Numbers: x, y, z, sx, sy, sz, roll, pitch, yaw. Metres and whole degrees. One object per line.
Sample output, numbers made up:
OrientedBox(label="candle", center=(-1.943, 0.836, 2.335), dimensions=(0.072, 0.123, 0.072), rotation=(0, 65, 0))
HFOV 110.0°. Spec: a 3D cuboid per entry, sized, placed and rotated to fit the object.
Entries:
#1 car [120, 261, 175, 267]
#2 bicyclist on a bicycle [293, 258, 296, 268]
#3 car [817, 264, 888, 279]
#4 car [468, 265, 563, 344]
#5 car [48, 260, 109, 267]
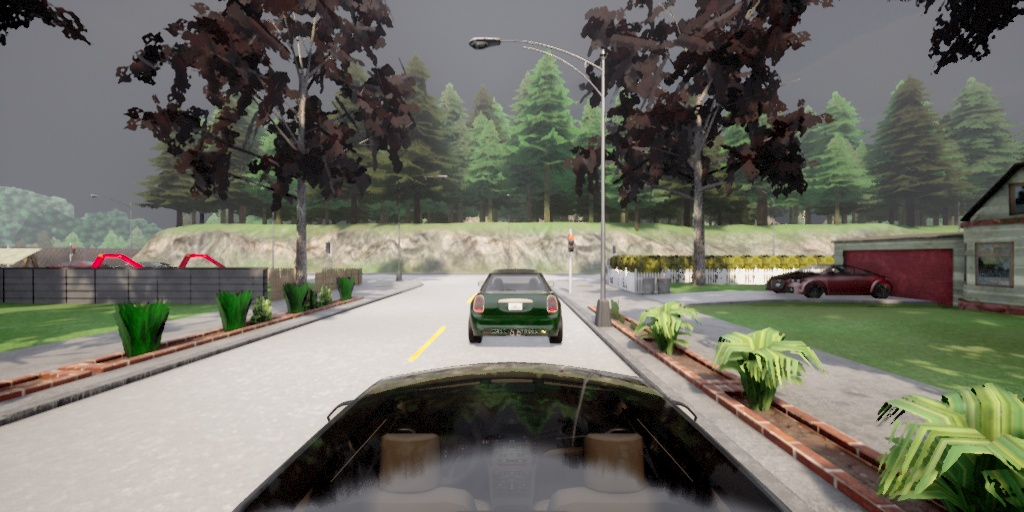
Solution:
OrientedBox(label="car", center=(-31.122, 1.198, 31.225), dimensions=(5.008, 1.535, 1.882), rotation=(0, 0, 1))
OrientedBox(label="bicyclist on a bicycle", center=(-23.711, 1.061, 39.546), dimensions=(0.582, 1.620, 1.656), rotation=(0, 0, 1))
OrientedBox(label="car", center=(32.971, 1.242, 34.788), dimensions=(4.674, 1.442, 1.812), rotation=(0, 0, 0))
OrientedBox(label="car", center=(0.108, 1.094, 9.759), dimensions=(2.097, 1.767, 4.553), rotation=(0, 0, 1))
OrientedBox(label="car", center=(-42.952, 1.194, 35.433), dimensions=(5.008, 1.535, 1.882), rotation=(0, 0, 1))
